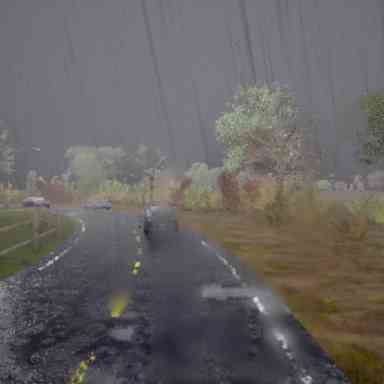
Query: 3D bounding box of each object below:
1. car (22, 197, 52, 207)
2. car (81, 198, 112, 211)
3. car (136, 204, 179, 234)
[{"bbox_3d":[-20.585,1.355,44.025,5.357,1.411,2.033,0,1,41],"label":"car"},{"bbox_3d":[-10.801,1.387,37.387,2.033,1.411,5.357,0,0,-36],"label":"car"},{"bbox_3d":[-2.010,1.450,18.983,1.837,1.490,4.892,0,0,-14],"label":"car"}]
